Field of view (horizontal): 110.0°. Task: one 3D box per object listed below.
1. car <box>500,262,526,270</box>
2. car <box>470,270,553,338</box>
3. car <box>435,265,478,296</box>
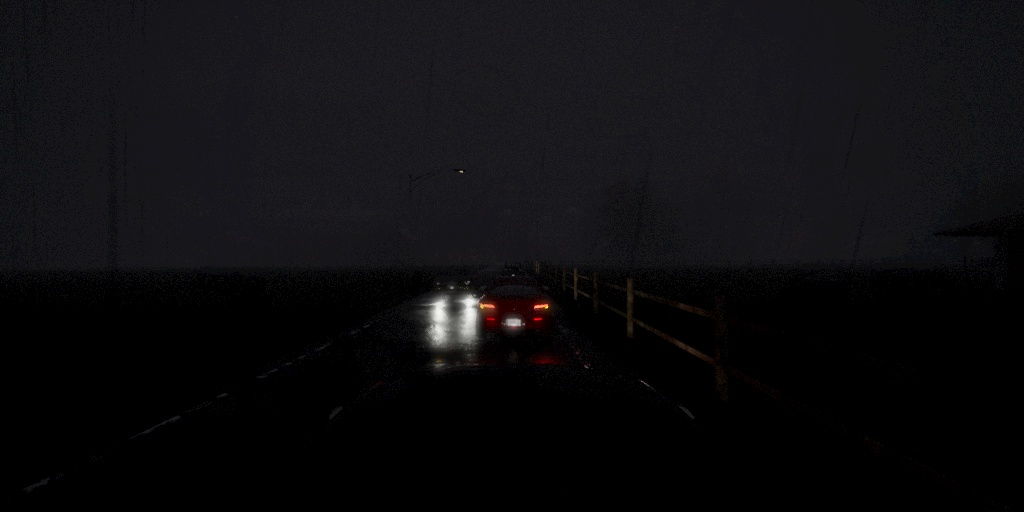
[{"bbox_3d":[0.084,1.256,29.365,2.128,1.511,4.902,0,0,0],"label":"car"},{"bbox_3d":[0.068,1.276,10.045,1.812,1.442,4.674,0,0,0],"label":"car"},{"bbox_3d":[-2.853,1.257,19.410,1.837,1.490,4.892,0,0,0],"label":"car"}]
